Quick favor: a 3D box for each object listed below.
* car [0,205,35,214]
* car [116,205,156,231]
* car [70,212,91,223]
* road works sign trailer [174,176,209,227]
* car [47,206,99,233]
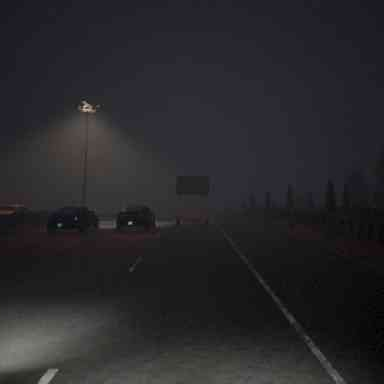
[{"bbox_3d":[-14.095,1.731,25.931,1.882,1.535,5.008,0,-2,0],"label":"car"},{"bbox_3d":[-3.397,1.566,20.767,2.128,1.511,4.902,0,-1,0],"label":"car"},{"bbox_3d":[-20.996,4.862,62.938,2.150,2.045,5.566,0,-6,0],"label":"car"},{"bbox_3d":[0.064,0.632,23.841,2.380,3.560,2.880,0,-2,3],"label":"road works sign trailer"},{"bbox_3d":[-6.897,1.574,19.625,1.812,1.442,4.674,0,-1,0],"label":"car"}]
